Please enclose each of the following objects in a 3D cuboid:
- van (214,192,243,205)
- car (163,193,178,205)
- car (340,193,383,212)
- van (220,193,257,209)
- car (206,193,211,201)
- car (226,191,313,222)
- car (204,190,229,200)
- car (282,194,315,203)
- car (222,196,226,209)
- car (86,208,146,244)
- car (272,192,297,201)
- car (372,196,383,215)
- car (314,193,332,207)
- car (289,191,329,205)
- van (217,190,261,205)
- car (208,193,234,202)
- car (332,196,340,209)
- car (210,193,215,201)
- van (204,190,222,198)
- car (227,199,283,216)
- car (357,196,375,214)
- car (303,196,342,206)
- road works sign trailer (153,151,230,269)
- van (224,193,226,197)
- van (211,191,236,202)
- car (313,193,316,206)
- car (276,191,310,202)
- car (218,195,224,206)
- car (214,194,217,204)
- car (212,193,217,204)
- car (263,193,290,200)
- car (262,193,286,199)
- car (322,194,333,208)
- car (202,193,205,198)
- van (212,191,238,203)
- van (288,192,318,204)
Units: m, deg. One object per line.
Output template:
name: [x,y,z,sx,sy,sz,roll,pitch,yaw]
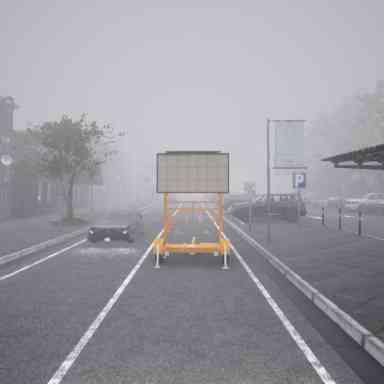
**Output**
van: [5.757,0.973,52.943,4.442,1.987,1.878,0,1,0]
car: [-3.306,1.047,52.326,2.097,1.767,4.553,0,1,0]
car: [18.738,1.097,34.129,5.566,2.045,2.435,0,0,0]
van: [5.785,1.077,41.722,4.442,1.987,1.878,0,0,0]
car: [5.606,0.912,55.742,5.566,2.045,2.435,0,1,0]
car: [5.681,1.142,24.900,5.566,2.045,2.435,0,0,0]
car: [5.557,0.660,75.364,5.566,2.045,2.435,0,1,0]
car: [18.891,1.118,59.117,5.366,1.575,1.946,0,1,0]
car: [5.517,1.376,27.705,5.366,1.575,1.946,0,0,0]
car: [-3.366,1.501,15.896,2.033,1.411,5.357,0,0,0]
car: [18.716,0.888,67.443,4.553,1.767,2.185,0,1,0]
car: [18.785,1.375,28.579,5.008,1.535,2.097,0,0,0]
car: [18.931,1.296,42.460,5.366,1.575,1.946,0,0,0]
car: [18.747,0.941,53.563,5.566,2.045,2.435,0,1,0]
van: [5.558,1.096,38.920,4.442,1.987,1.878,0,0,0]
car: [5.607,1.056,64.156,4.892,1.521,2.231,0,1,0]
car: [18.754,1.335,36.905,4.892,1.521,2.231,0,0,0]
car: [5.654,1.230,50.137,4.892,1.521,2.231,0,1,0]
van: [5.442,0.541,86.577,4.442,1.987,1.878,0,1,0]
car: [5.698,1.405,30.508,4.674,1.452,2.002,0,0,0]
car: [18.778,1.362,31.355,5.008,1.535,2.097,0,0,0]
car: [18.761,1.282,48.015,4.792,1.488,2.163,0,1,0]
road works sign trailer: [0.035,0.441,11.128,2.380,3.560,2.880,0,0,2]
van: [5.806,1.125,33.310,4.442,1.987,1.878,0,0,0]
van: [5.737,0.865,61.350,4.442,1.987,1.878,0,1,0]
car: [18.710,1.309,45.232,4.792,1.488,2.163,0,1,0]
car: [18.727,0.834,61.890,5.566,2.045,2.435,0,1,0]
car: [5.677,1.337,36.115,5.008,1.535,2.097,0,0,0]
car: [5.691,1.313,44.527,4.792,1.488,2.163,0,0,0]
car: [5.652,1.298,47.335,4.674,1.452,2.002,0,1,0]
car: [18.486,0.940,72.994,5.366,1.575,1.946,0,1,0]
car: [18.670,0.908,75.771,4.892,1.521,2.231,0,1,0]
car: [18.748,1.317,39.683,5.008,1.535,2.097,0,0,0]
car: [5.564,0.696,72.561,5.566,2.045,2.435,0,1,0]
van: [5.744,0.902,58.547,4.442,1.987,1.878,0,1,0]
van: [18.829,0.931,56.340,4.442,1.987,1.878,0,1,0]
